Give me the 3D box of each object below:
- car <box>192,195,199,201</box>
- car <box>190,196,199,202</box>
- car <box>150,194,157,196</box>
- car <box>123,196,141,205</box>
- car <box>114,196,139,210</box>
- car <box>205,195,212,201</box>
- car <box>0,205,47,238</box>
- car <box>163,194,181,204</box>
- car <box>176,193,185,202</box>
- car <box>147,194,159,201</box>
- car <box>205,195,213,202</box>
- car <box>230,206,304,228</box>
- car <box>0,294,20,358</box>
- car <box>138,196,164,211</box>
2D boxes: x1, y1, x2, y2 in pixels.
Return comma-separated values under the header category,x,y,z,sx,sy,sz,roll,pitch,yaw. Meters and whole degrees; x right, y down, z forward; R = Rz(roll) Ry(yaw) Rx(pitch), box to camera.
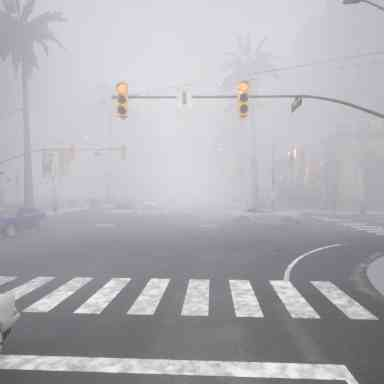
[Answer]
category,x,y,z,sx,sy,sz,roll,pitch,yaw
car,0.945,1.586,88.355,1.895,1.301,4.718,0,0,2
car,0.513,1.538,77.923,2.033,1.411,5.357,0,0,2
car,-7.641,1.547,57.758,2.033,1.411,5.357,0,0,3
car,-10.662,1.513,59.574,2.161,1.482,4.786,0,0,2
car,-8.468,1.563,42.311,1.994,1.385,4.181,0,0,3
car,4.441,1.491,88.180,1.837,1.490,4.892,0,0,2
car,-9.739,1.477,17.997,1.882,1.535,5.008,0,0,3
car,-3.812,1.547,63.434,2.033,1.411,5.357,0,0,3
car,-2.935,1.202,79.236,2.150,2.045,5.566,0,0,2
car,-9.447,1.354,81.472,2.185,1.767,4.553,0,0,2
car,4.007,1.536,77.722,2.033,1.411,5.357,0,0,2
car,5.049,1.601,22.358,4.718,1.301,1.895,0,0,21
car,-3.436,1.601,2.542,1.895,1.301,4.718,0,0,3
car,-4.997,1.525,41.403,1.812,1.442,4.674,0,0,3
